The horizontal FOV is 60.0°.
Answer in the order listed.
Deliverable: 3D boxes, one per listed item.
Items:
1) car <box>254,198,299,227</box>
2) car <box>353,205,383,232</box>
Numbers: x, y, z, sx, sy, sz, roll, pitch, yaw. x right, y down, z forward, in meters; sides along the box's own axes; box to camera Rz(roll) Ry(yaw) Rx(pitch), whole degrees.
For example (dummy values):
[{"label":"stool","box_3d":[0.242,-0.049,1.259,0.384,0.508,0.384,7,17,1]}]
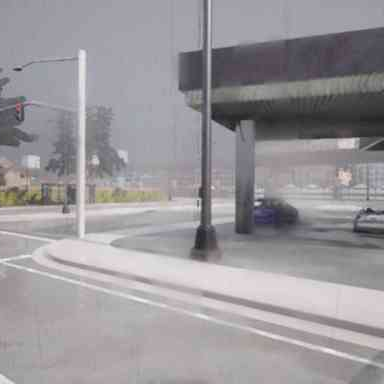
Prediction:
[{"label":"car","box_3d":[5.053,1.214,20.847,2.242,1.667,4.611,1,0,37]},{"label":"car","box_3d":[10.133,1.431,18.060,1.970,1.475,3.806,1,0,37]}]
